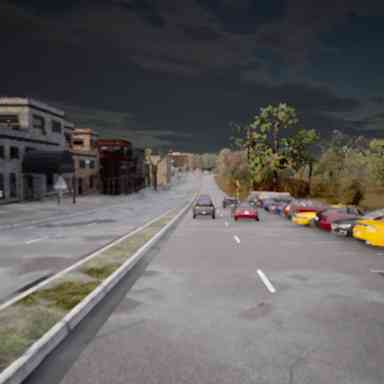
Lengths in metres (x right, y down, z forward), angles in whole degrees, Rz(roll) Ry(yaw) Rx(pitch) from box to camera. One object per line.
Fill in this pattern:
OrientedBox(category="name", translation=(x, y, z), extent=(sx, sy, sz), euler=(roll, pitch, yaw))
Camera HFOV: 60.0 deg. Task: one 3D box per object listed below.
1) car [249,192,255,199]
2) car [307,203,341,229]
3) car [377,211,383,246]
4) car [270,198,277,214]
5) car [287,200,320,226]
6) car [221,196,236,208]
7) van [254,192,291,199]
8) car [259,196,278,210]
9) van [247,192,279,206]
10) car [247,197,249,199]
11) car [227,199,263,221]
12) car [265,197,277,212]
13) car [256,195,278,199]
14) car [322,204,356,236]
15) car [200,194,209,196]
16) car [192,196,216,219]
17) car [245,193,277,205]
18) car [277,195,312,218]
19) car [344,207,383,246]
OrientedBox(category="car", translation=(10.334, 1.185, 43.851), extent=(4.553, 1.767, 2.185), euler=(1, 1, 2))
OrientedBox(category="car", translation=(9.469, 1.578, 18.942), extent=(4.792, 1.488, 2.163), euler=(1, 0, 2))
OrientedBox(category="car", translation=(9.128, 1.566, 10.690), extent=(4.892, 1.521, 2.231), euler=(1, 0, 2))
OrientedBox(category="car", translation=(9.846, 1.517, 29.961), extent=(4.674, 1.452, 2.002), euler=(1, 1, 2))
OrientedBox(category="car", translation=(9.357, 1.530, 21.708), extent=(5.366, 1.575, 1.946), euler=(1, 0, 2))
OrientedBox(category="car", translation=(4.864, 1.293, 43.032), extent=(1.837, 1.490, 4.892), euler=(1, 1, 2))
OrientedBox(category="van", translation=(10.376, 1.128, 40.962), extent=(4.442, 1.987, 1.878), euler=(1, 1, 2))
OrientedBox(category="car", translation=(10.023, 1.453, 35.470), extent=(4.792, 1.488, 2.163), euler=(1, 1, 2))
OrientedBox(category="van", translation=(10.450, 0.991, 49.233), extent=(4.442, 1.987, 1.878), euler=(1, 1, 2))
OrientedBox(category="car", translation=(10.456, 1.268, 46.478), extent=(4.892, 1.521, 2.231), euler=(1, 1, 2))
OrientedBox(category="car", translation=(4.242, 1.528, 27.330), extent=(1.994, 1.385, 4.181), euler=(1, 1, 3))
OrientedBox(category="car", translation=(9.953, 1.492, 32.713), extent=(4.674, 1.452, 2.002), euler=(1, 1, 2))
OrientedBox(category="car", translation=(10.184, 1.418, 38.218), extent=(4.792, 1.488, 2.163), euler=(1, 1, 2))
OrientedBox(category="car", translation=(9.344, 1.556, 16.194), extent=(4.892, 1.521, 2.231), euler=(1, 0, 2))
OrientedBox(category="car", translation=(1.628, 1.102, 43.333), extent=(2.097, 1.767, 4.553), euler=(1, 1, 2))
OrientedBox(category="car", translation=(1.058, 1.411, 28.734), extent=(2.128, 1.511, 4.902), euler=(1, 1, 3))
OrientedBox(category="car", translation=(10.698, 1.037, 51.980), extent=(4.553, 1.767, 2.185), euler=(1, 1, 2))
OrientedBox(category="car", translation=(9.717, 1.377, 27.201), extent=(4.553, 1.767, 2.185), euler=(1, 1, 2))
OrientedBox(category="car", translation=(9.231, 1.561, 13.443), extent=(5.008, 1.535, 2.097), euler=(1, 0, 2))
